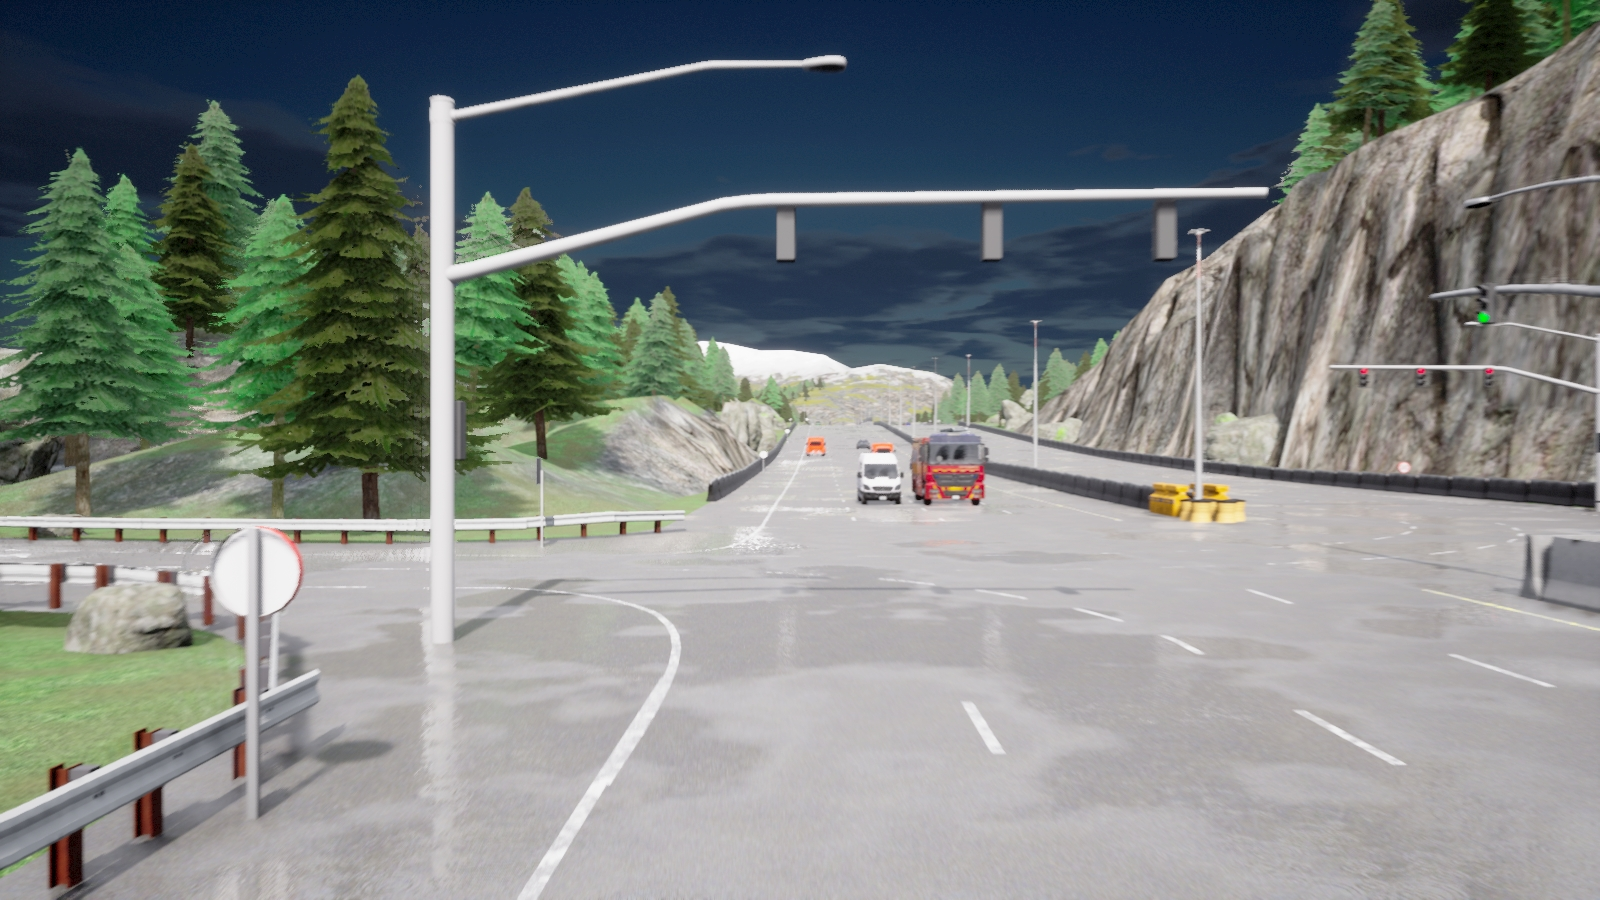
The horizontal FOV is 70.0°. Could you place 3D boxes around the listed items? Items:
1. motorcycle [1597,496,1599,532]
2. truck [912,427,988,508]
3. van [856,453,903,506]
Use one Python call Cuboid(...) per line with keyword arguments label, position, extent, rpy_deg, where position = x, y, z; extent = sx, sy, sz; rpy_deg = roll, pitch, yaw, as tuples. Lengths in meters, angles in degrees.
Cuboid(label="motorcycle", position=(26.856, 2.142, 37.576), extent=(0.803, 1.217, 2.033), rpy_deg=(-5, -2, 30))
Cuboid(label="truck", position=(7.558, 0.810, 58.725), extent=(2.891, 3.827, 8.468), rpy_deg=(0, 0, 1))
Cuboid(label="van", position=(4.050, 1.456, 58.861), extent=(1.988, 2.561, 5.915), rpy_deg=(0, 0, 0))
